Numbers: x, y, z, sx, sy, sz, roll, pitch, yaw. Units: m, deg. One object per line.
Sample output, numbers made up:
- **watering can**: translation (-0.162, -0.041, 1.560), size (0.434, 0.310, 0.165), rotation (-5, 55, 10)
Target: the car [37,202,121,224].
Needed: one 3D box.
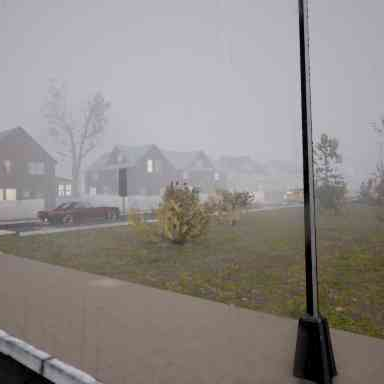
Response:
- **car**: translation (-6.772, 1.253, 20.489), size (1.895, 1.301, 4.718), rotation (-2, -1, 43)

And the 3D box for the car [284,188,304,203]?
- **car**: translation (13.915, 0.594, 42.302), size (1.882, 1.535, 5.008), rotation (-2, -1, 44)
